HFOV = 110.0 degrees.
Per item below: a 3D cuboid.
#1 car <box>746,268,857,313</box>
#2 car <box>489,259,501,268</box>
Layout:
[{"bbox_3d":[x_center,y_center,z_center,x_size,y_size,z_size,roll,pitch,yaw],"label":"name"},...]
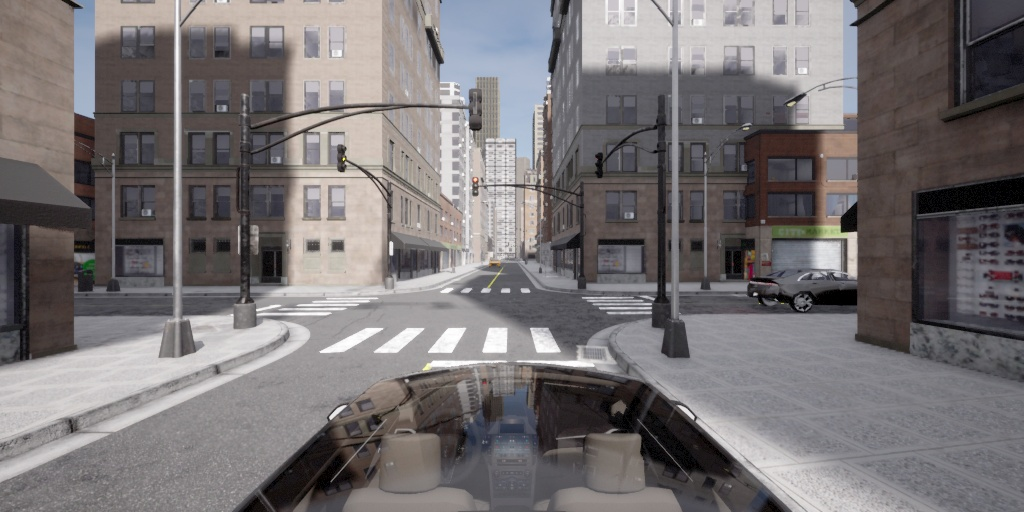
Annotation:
[{"bbox_3d":[11.429,1.209,13.264,4.902,1.511,2.128,0,0,0],"label":"car"},{"bbox_3d":[-2.993,1.207,62.949,1.882,1.535,5.008,0,0,0],"label":"car"}]
